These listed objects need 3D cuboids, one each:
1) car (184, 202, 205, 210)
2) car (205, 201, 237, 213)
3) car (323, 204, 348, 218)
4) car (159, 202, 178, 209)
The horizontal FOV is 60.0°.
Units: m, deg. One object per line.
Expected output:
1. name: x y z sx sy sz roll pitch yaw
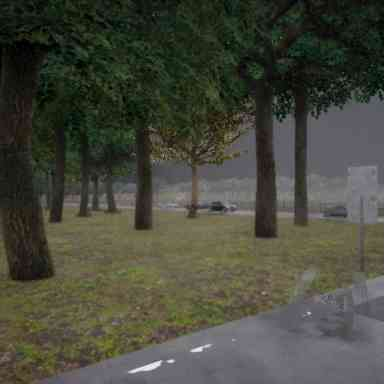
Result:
1. car: 0.725 2.386 58.319 2.033 1.411 5.357 -1 0 -35
2. car: 4.442 2.057 48.056 2.097 1.767 4.553 -1 0 -35
3. car: 15.179 1.932 32.864 1.994 1.385 4.181 -1 0 -35
4. car: -4.832 2.603 66.092 1.895 1.301 4.718 -1 0 -35
